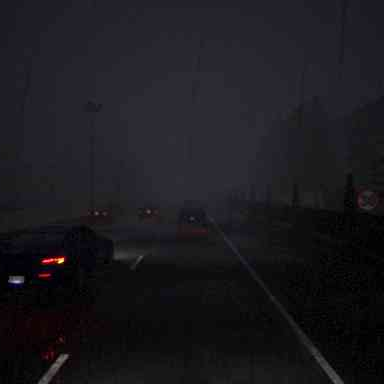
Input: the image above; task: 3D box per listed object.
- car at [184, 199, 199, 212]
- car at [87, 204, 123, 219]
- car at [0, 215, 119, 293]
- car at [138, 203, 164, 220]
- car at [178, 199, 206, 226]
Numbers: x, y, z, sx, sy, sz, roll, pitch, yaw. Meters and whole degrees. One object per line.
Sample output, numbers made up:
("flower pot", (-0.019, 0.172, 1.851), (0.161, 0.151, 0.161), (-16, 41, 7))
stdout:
("car", (-0.067, 1.644, 42.366), (1.837, 1.490, 4.892), (0, 0, 0))
("car", (-7.009, 1.642, 26.968), (2.033, 1.411, 5.357), (0, 0, 0))
("car", (-3.437, 1.558, 8.829), (1.812, 1.442, 4.674), (0, 0, 0))
("car", (-3.510, 1.647, 29.143), (2.033, 1.411, 5.357), (0, 0, -1))
("car", (0.007, 1.557, 24.198), (1.882, 1.535, 5.008), (0, 0, 0))
